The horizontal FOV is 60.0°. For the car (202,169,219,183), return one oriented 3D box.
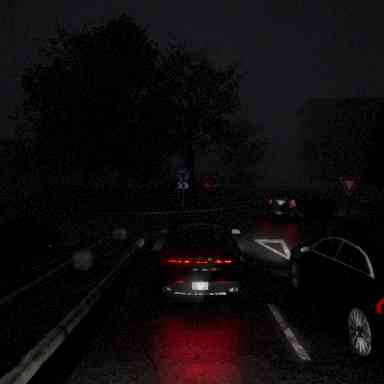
[{"bbox_3d":[3.433,-2.800,62.459,2.150,2.045,5.566,0,5,0],"label":"car"}]

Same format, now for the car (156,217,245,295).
[{"bbox_3d":[0.222,1.413,8.564,1.837,1.490,4.892,0,2,2],"label":"car"}]

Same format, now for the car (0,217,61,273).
[{"bbox_3d":[-5.532,1.442,9.289,2.033,1.411,5.357,0,2,1],"label":"car"}]

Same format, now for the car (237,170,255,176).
[{"bbox_3d":[14.766,-5.143,90.290,4.674,1.452,2.002,1,6,11],"label":"car"}]

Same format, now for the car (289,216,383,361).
[{"bbox_3d":[3.159,1.459,5.871,2.128,1.511,4.902,0,1,0],"label":"car"}]

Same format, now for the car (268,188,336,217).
[{"bbox_3d":[6.780,0.590,20.251,4.553,1.767,2.097,-3,5,-35],"label":"car"}]

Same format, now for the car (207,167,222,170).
[{"bbox_3d":[5.501,-4.509,82.250,2.097,1.767,4.553,1,6,9],"label":"car"}]

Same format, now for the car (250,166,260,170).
[{"bbox_3d":[13.883,-4.923,85.018,5.566,2.045,2.435,1,6,10],"label":"car"}]

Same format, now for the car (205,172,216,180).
[{"bbox_3d":[4.070,-3.473,72.796,1.837,1.490,4.892,1,5,9],"label":"car"}]

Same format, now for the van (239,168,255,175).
[{"bbox_3d":[15.388,-5.667,92.895,4.442,1.987,1.878,1,6,11],"label":"van"}]

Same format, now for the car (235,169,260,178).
[{"bbox_3d":[12.524,-3.902,76.934,4.892,1.521,2.231,1,5,9],"label":"car"}]

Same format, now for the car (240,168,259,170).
[{"bbox_3d":[13.005,-4.283,79.622,4.553,1.767,2.185,1,5,9],"label":"car"}]
